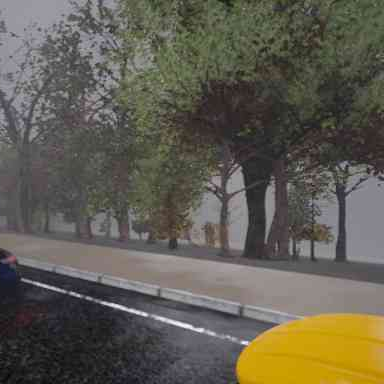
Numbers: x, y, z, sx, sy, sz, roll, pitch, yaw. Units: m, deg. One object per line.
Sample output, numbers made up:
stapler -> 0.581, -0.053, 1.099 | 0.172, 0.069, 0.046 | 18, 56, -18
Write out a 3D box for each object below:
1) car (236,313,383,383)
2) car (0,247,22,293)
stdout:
car -> 2.606, 1.470, 1.825 | 5.008, 1.535, 1.882 | 0, 0, 36
car -> -5.921, 1.629, 7.920 | 4.181, 1.385, 1.994 | 0, 0, 36
